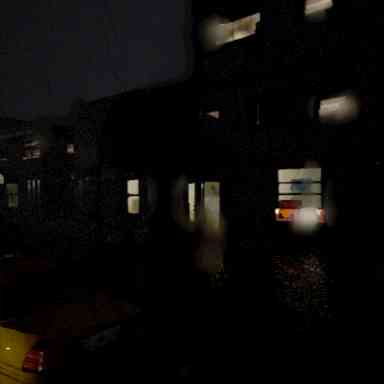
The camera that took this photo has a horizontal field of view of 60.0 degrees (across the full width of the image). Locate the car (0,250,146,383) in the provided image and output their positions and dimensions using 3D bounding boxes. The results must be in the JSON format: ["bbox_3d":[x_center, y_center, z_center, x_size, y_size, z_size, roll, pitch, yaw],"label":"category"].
[{"bbox_3d":[-2.841,1.549,4.912,4.829,1.417,1.752,0,0,36],"label":"car"}]
